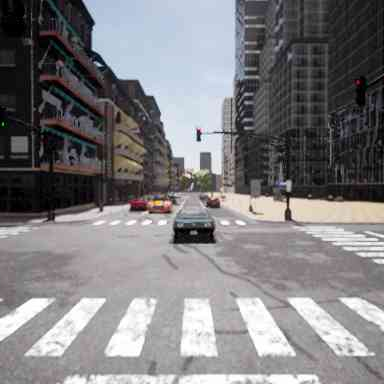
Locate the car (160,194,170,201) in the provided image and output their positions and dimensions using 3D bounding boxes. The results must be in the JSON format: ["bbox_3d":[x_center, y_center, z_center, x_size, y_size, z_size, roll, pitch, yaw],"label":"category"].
[{"bbox_3d":[-5.719,1.143,70.487,1.802,1.307,4.206,-1,0,0],"label":"car"}]

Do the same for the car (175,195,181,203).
[{"bbox_3d":[-3.093,1.193,49.285,1.837,1.490,4.892,0,0,0],"label":"car"}]

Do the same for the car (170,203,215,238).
[{"bbox_3d":[0.089,1.459,16.827,1.895,1.301,4.718,0,1,0],"label":"car"}]

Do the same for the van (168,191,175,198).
[{"bbox_3d":[-5.728,0.769,93.080,1.690,1.788,3.998,-1,0,0],"label":"van"}]

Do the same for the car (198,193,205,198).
[{"bbox_3d":[2.621,0.952,93.312,1.752,1.417,4.829,-1,0,0],"label":"car"}]

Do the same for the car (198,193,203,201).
[{"bbox_3d":[2.630,1.145,64.897,2.008,1.369,4.403,-1,0,0],"label":"car"}]

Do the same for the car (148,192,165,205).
[{"bbox_3d":[-5.718,0.977,53.539,2.192,1.841,5.009,-1,0,0],"label":"car"}]

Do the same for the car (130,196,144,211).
[{"bbox_3d":[-5.710,1.311,36.593,1.887,1.381,4.507,-1,0,0],"label":"car"}]

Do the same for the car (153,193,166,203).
[{"bbox_3d":[-5.718,1.068,59.188,1.967,1.590,4.097,-1,0,0],"label":"car"}]

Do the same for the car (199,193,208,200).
[{"bbox_3d":[2.627,1.072,76.195,1.887,1.381,4.507,-1,0,0],"label":"car"}]

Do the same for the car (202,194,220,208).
[{"bbox_3d":[2.635,1.276,42.302,1.887,1.381,4.507,-1,0,0],"label":"car"}]

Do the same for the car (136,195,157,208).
[{"bbox_3d":[-5.713,1.171,42.242,1.967,1.590,4.097,-1,0,0],"label":"car"}]

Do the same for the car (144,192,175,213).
[{"bbox_3d":[-3.105,1.141,32.951,2.097,1.767,4.553,0,0,0],"label":"car"}]

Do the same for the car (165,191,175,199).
[{"bbox_3d":[-5.727,0.775,87.432,2.192,1.841,5.009,-1,0,0],"label":"car"}]
